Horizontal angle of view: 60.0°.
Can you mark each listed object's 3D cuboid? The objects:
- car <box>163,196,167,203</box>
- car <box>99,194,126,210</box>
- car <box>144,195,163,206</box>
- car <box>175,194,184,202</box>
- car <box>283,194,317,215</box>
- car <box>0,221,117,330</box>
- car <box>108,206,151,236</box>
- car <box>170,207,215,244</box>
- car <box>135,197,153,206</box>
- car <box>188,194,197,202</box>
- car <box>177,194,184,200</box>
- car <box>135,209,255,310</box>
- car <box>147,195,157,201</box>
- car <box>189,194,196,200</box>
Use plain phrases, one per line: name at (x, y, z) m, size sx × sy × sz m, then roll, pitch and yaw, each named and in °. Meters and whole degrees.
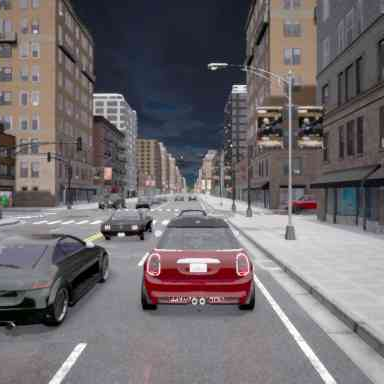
car at (-6.326, 1.536, 69.833) m, size 1.994 × 1.385 × 4.181 m, roll 0°, pitch 0°, yaw 0°
car at (-9.996, 1.217, 42.322) m, size 2.150 × 2.045 × 5.566 m, roll 0°, pitch 0°, yaw 5°
car at (-6.450, 1.554, 55.686) m, size 1.994 × 1.385 × 4.181 m, roll 0°, pitch 0°, yaw 0°
car at (-3.055, 1.530, 78.290) m, size 1.994 × 1.385 × 4.181 m, roll 0°, pitch 0°, yaw 0°
car at (12.351, 1.256, 34.476) m, size 5.566 × 2.045 × 2.150 m, roll 0°, pitch 0°, yaw 0°
car at (-3.133, 1.564, 7.030) m, size 1.994 × 1.385 × 4.181 m, roll 0°, pitch 0°, yaw 0°
car at (-3.109, 1.600, 16.899) m, size 1.895 × 1.301 × 4.718 m, roll 0°, pitch 0°, yaw 0°
car at (0.051, 1.563, 16.663) m, size 1.994 × 1.385 × 4.181 m, roll 0°, pitch 0°, yaw 1°
car at (-6.133, 1.597, 41.697) m, size 1.895 × 1.301 × 4.718 m, roll 0°, pitch 0°, yaw -6°
car at (0.195, 1.333, 78.252) m, size 2.097 × 1.767 × 4.553 m, roll 0°, pitch 0°, yaw 0°
car at (-3.030, 1.370, 88.293) m, size 1.812 × 1.442 × 4.674 m, roll 0°, pitch 0°, yaw 0°
car at (0.119, 1.352, 7.960) m, size 2.097 × 1.767 × 4.553 m, roll 0°, pitch 0°, yaw 0°
car at (-9.552, 1.483, 79.588) m, size 1.994 × 1.385 × 4.181 m, roll 0°, pitch 0°, yaw 0°
car at (0.220, 1.370, 88.285) m, size 1.812 × 1.442 × 4.674 m, roll 0°, pitch 0°, yaw 0°
